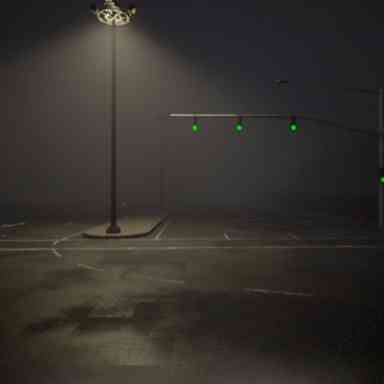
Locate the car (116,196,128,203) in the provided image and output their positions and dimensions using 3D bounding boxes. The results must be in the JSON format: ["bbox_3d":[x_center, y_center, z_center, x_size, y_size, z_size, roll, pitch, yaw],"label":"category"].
[{"bbox_3d":[-14.843,1.581,70.352,1.882,1.535,5.008,0,0,0],"label":"car"}]
